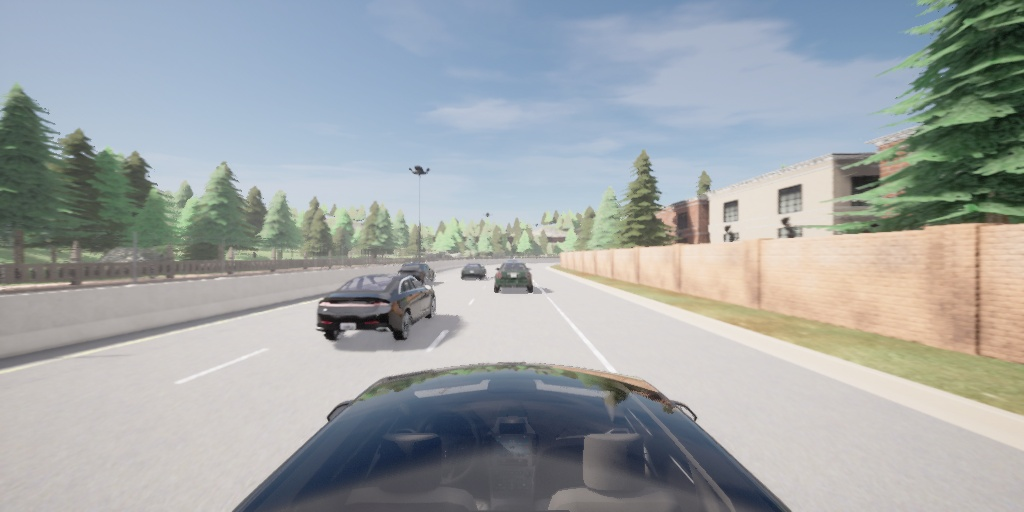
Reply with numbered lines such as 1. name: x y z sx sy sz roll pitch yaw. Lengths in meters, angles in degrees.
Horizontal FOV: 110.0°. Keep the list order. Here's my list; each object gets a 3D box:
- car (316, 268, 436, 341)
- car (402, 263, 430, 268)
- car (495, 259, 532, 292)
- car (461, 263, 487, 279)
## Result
1. car: -3.407 1.242 9.878 2.128 1.511 4.902 0 0 0
2. car: -6.920 1.255 26.177 1.837 1.490 4.892 0 0 0
3. car: 0.083 1.102 21.666 2.097 1.767 4.553 0 0 0
4. car: -3.428 1.314 32.626 1.994 1.385 4.181 0 0 0
